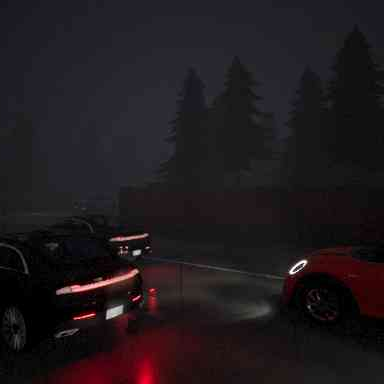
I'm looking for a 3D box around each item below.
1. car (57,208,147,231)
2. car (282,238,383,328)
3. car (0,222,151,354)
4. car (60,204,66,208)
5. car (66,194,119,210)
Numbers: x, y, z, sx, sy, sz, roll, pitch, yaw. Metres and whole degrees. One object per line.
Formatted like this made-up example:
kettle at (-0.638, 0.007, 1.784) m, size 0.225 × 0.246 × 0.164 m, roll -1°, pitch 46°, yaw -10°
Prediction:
car at (-3.496, 1.492, 10.801) m, size 4.902 × 1.511 × 2.128 m, roll 0°, pitch 0°, yaw 37°
car at (3.885, 1.352, 5.521) m, size 4.553 × 1.767 × 2.097 m, roll 0°, pitch 0°, yaw 36°
car at (-3.061, 1.492, 6.147) m, size 4.902 × 1.511 × 2.128 m, roll 0°, pitch 0°, yaw 36°
car at (-12.947, 1.601, 39.131) m, size 1.895 × 1.301 × 4.718 m, roll 0°, pitch 0°, yaw 35°
car at (-10.527, 1.221, 36.578) m, size 2.150 × 2.045 × 5.566 m, roll 0°, pitch 0°, yaw 32°
